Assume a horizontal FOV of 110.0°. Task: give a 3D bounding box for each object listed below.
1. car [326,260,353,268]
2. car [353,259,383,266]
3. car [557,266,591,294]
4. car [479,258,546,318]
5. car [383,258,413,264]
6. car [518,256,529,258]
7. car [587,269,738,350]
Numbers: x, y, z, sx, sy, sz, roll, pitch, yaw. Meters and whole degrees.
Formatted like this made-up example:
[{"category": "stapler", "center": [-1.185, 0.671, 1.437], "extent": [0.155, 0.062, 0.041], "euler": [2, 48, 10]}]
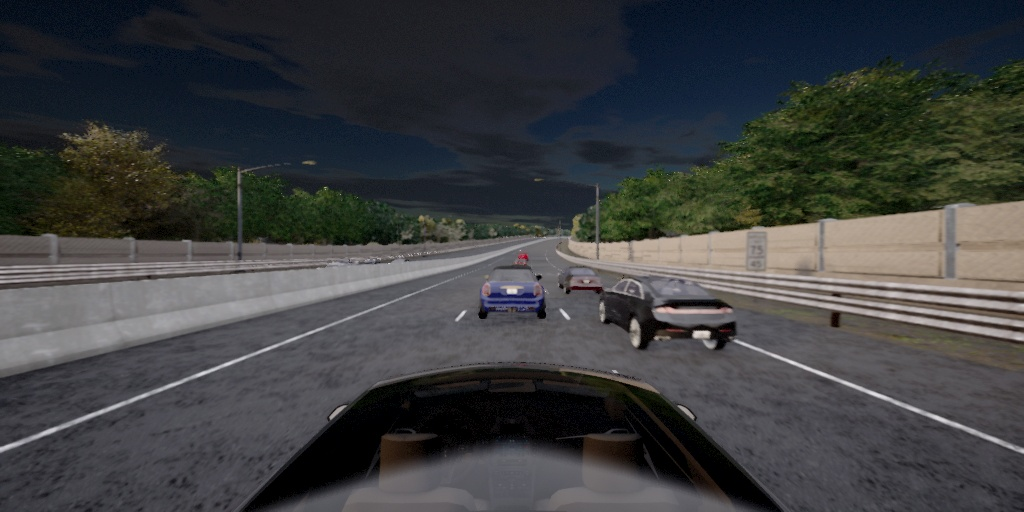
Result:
[{"category": "car", "center": [-20.264, 1.122, 43.172], "extent": [1.895, 1.301, 4.718], "euler": [0, 0, 2]}, {"category": "car", "center": [-16.767, 1.099, 43.037], "extent": [1.994, 1.385, 4.181], "euler": [0, 0, 2]}, {"category": "car", "center": [3.648, 1.267, 19.945], "extent": [2.033, 1.411, 5.357], "euler": [0, 0, 1]}, {"category": "car", "center": [0.039, 1.092, 13.071], "extent": [2.097, 1.767, 4.553], "euler": [0, 0, 1]}, {"category": "car", "center": [-13.263, 1.028, 43.054], "extent": [1.882, 1.535, 5.008], "euler": [0, 0, 2]}, {"category": "car", "center": [1.220, 1.038, 52.661], "extent": [1.895, 1.301, 4.718], "euler": [0, 1, 3]}, {"category": "car", "center": [3.523, 1.242, 9.055], "extent": [2.128, 1.511, 4.902], "euler": [0, 0, 0]}]
